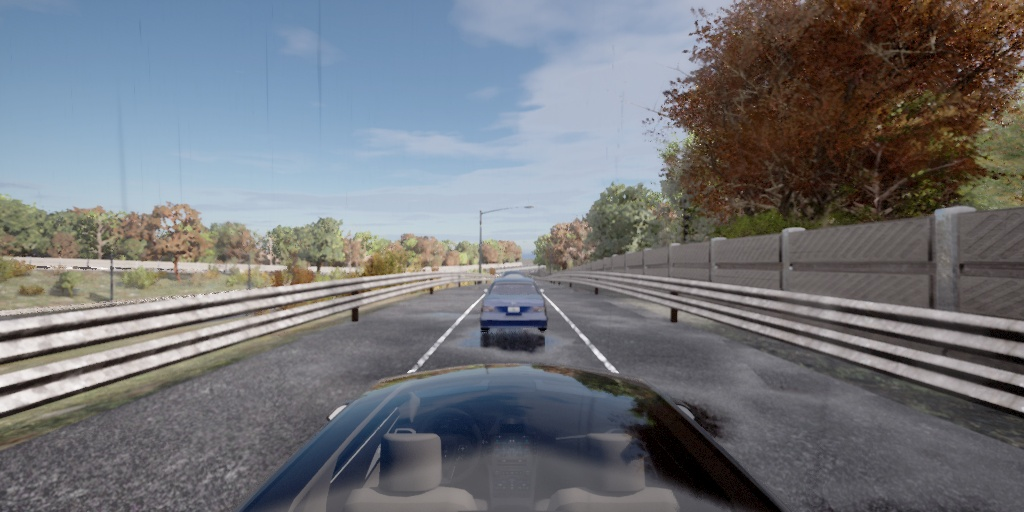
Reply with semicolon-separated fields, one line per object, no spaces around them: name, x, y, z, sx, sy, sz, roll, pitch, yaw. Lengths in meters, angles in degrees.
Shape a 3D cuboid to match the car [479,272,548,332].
car;0.054;1.368;11.105;2.033;1.411;5.357;0;-1;0
